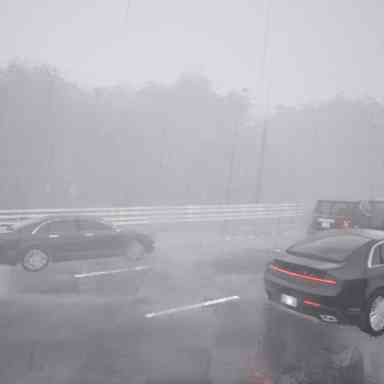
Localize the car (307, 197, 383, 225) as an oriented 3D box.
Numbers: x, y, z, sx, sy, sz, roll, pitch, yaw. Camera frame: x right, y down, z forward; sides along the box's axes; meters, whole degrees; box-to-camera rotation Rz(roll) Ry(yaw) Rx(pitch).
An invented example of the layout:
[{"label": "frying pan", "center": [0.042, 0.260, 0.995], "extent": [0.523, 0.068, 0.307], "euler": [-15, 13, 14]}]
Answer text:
[{"label": "car", "center": [6.854, 1.238, 12.852], "extent": [5.566, 2.045, 2.150], "euler": [0, 0, -32]}]

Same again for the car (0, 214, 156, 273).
[{"label": "car", "center": [-3.512, 1.454, 10.456], "extent": [4.892, 1.490, 1.837], "euler": [0, 0, -32]}]

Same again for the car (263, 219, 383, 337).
[{"label": "car", "center": [3.613, 1.514, 6.672], "extent": [4.892, 1.490, 1.837], "euler": [0, 0, -32]}]
